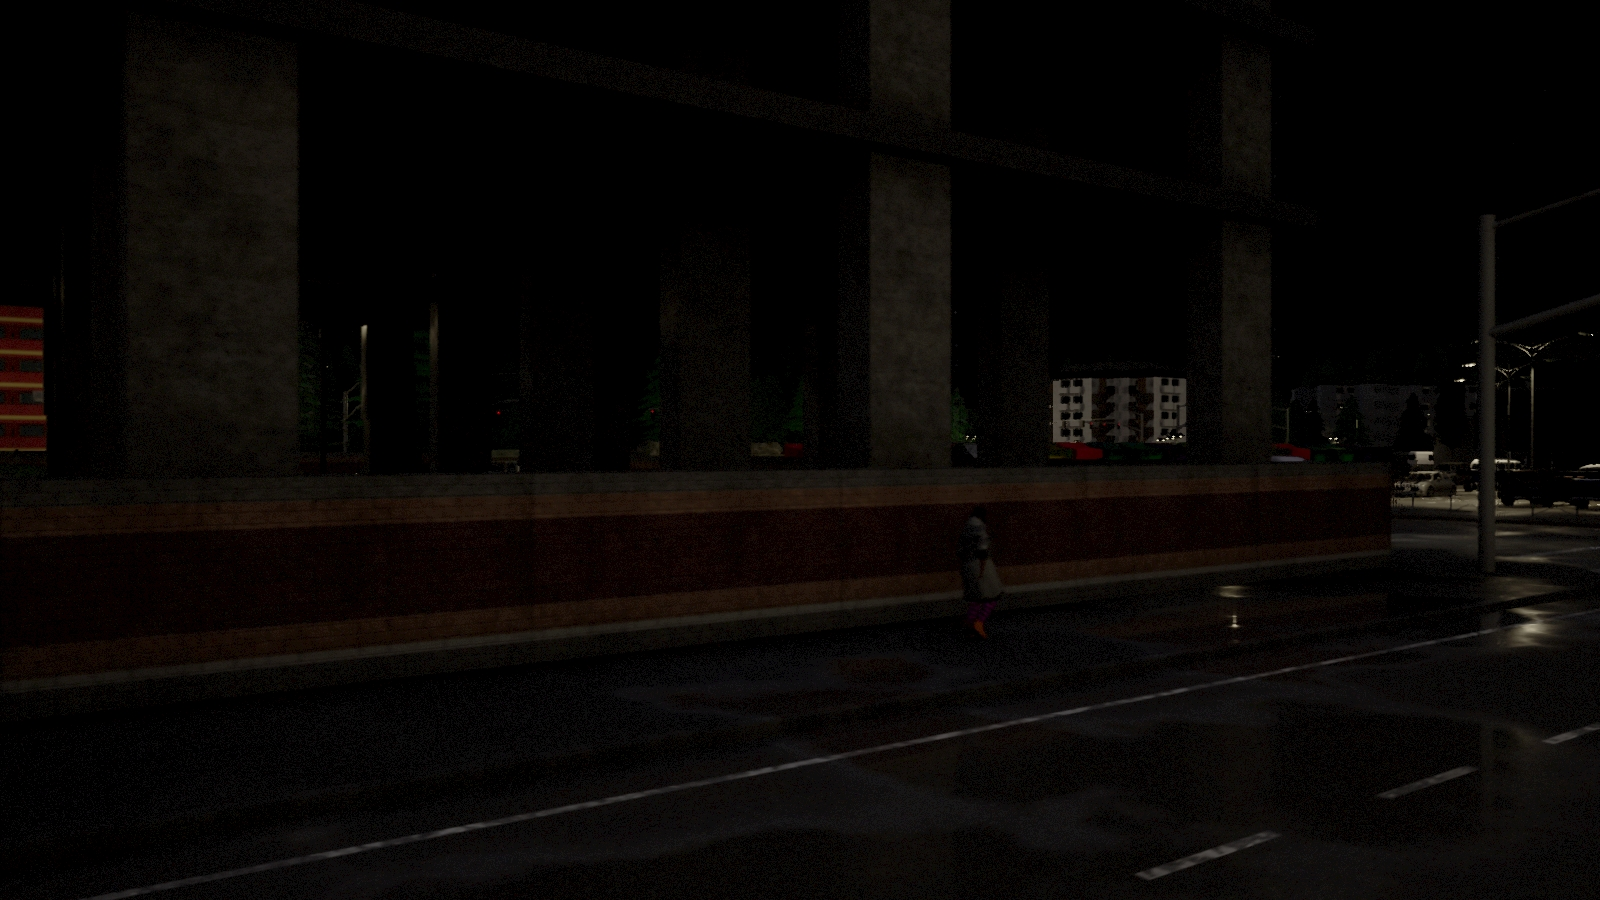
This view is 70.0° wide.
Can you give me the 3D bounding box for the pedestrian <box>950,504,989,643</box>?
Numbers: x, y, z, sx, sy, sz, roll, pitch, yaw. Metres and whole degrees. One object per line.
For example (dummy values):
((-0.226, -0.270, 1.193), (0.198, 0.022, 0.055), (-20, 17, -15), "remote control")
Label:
((2.341, 1.694, 15.813), (0.375, 1.860, 0.375), (0, 0, -32), "pedestrian")
